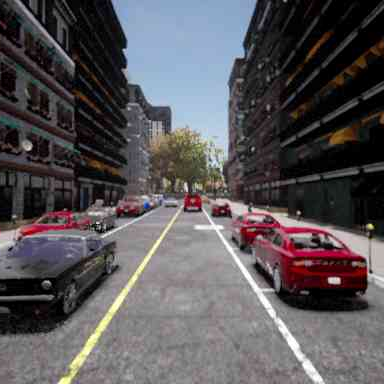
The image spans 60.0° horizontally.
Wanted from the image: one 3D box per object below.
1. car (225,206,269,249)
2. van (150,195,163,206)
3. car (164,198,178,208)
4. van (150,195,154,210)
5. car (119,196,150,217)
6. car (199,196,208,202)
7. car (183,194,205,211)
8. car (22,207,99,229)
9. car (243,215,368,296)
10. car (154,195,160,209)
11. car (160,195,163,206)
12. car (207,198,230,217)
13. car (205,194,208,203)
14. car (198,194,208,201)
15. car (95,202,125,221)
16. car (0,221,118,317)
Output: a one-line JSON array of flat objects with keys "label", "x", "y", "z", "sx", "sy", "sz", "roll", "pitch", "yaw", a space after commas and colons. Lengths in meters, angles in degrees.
[{"label": "car", "x": 2.696, "y": 1.548, "z": 14.229, "sx": 1.887, "sy": 1.381, "sz": 4.507, "roll": 1, "pitch": 0, "yaw": 0}, {"label": "van", "x": -5.666, "y": 1.354, "z": 54.038, "sx": 1.690, "sy": 1.788, "sz": 3.998, "roll": 1, "pitch": 0, "yaw": 0}, {"label": "car", "x": -3.103, "y": 1.613, "z": 49.273, "sx": 1.895, "sy": 1.301, "sz": 4.718, "roll": 0, "pitch": 0, "yaw": 0}, {"label": "van", "x": -5.658, "y": 1.349, "z": 36.949, "sx": 1.690, "sy": 1.788, "sz": 3.998, "roll": 1, "pitch": 0, "yaw": 0}, {"label": "car", "x": -5.655, "y": 1.322, "z": 31.253, "sx": 2.192, "sy": 1.841, "sz": 5.009, "roll": 1, "pitch": 0, "yaw": 0}, {"label": "car", "x": 2.667, "y": 1.566, "z": 76.890, "sx": 1.887, "sy": 1.381, "sz": 4.507, "roll": 1, "pitch": 0, "yaw": 0}, {"label": "car", "x": 0.085, "y": 1.229, "z": 41.047, "sx": 2.150, "sy": 2.045, "sz": 5.566, "roll": 0, "pitch": 0, "yaw": -1}, {"label": "car", "x": -5.651, "y": 1.547, "z": 14.164, "sx": 1.887, "sy": 1.381, "sz": 4.507, "roll": 1, "pitch": 0, "yaw": 0}, {"label": "car", "x": 2.699, "y": 1.547, "z": 8.533, "sx": 1.887, "sy": 1.381, "sz": 4.507, "roll": 1, "pitch": 0, "yaw": 0}, {"label": "car", "x": -5.662, "y": 1.450, "z": 42.646, "sx": 1.967, "sy": 1.590, "sz": 4.097, "roll": 1, "pitch": 0, "yaw": 0}, {"label": "car", "x": -5.667, "y": 1.562, "z": 48.343, "sx": 2.008, "sy": 1.369, "sz": 4.403, "roll": 1, "pitch": 0, "yaw": 0}, {"label": "car", "x": 2.688, "y": 1.553, "z": 31.319, "sx": 1.887, "sy": 1.381, "sz": 4.507, "roll": 1, "pitch": 0, "yaw": 0}, {"label": "car", "x": 2.673, "y": 1.543, "z": 65.666, "sx": 1.752, "sy": 1.417, "sz": 4.829, "roll": 1, "pitch": 0, "yaw": 0}, {"label": "car", "x": 2.668, "y": 1.339, "z": 82.586, "sx": 2.192, "sy": 1.841, "sz": 5.009, "roll": 1, "pitch": 0, "yaw": 0}, {"label": "car", "x": -5.654, "y": 1.555, "z": 19.860, "sx": 2.008, "sy": 1.369, "sz": 4.403, "roll": 1, "pitch": 0, "yaw": 0}, {"label": "car", "x": -3.104, "y": 1.602, "z": 7.580, "sx": 1.895, "sy": 1.301, "sz": 4.718, "roll": 0, "pitch": 0, "yaw": 0}]
